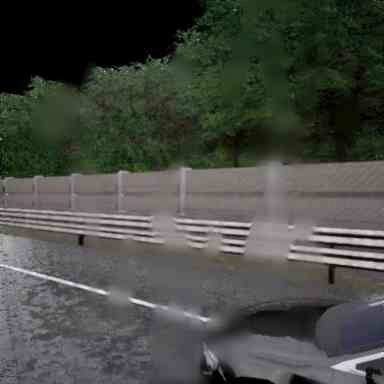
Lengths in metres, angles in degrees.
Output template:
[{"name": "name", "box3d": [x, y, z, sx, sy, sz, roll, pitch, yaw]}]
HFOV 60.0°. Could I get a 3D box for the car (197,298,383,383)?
[{"name": "car", "box3d": [2.278, 1.495, 2.360, 4.902, 1.511, 2.128, 0, 0, 36]}]
